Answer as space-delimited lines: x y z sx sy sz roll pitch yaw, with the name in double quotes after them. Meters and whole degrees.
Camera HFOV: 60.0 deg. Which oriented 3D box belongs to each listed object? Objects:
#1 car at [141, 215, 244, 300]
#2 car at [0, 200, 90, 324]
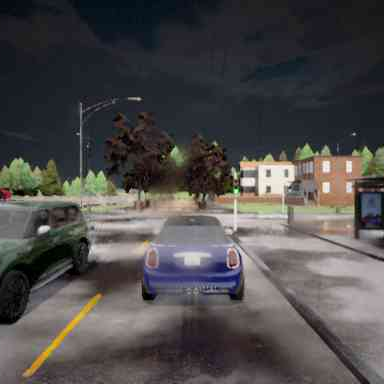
0.025 1.377 8.592 2.097 1.767 4.553 0 0 0 "car"
-4.079 1.244 7.557 2.150 2.045 5.566 0 0 1 "car"
